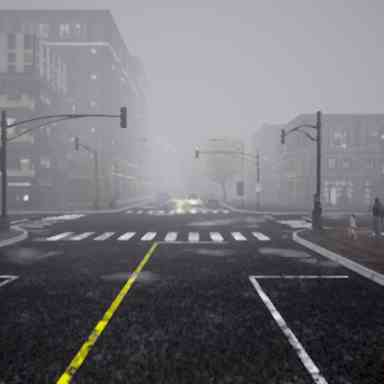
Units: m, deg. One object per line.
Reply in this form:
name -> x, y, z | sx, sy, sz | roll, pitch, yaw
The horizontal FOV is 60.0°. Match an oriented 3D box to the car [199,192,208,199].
car -> 2.761, 0.901, 78.269 | 1.967, 1.590, 4.097 | 0, 0, 0

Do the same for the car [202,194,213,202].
car -> 2.746, 1.143, 61.180 | 1.802, 1.307, 4.206 | 0, 0, 0

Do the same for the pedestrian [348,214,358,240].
pedestrian -> 6.769, 1.417, 13.940 | 0.500, 1.100, 0.500 | 0, 0, 0

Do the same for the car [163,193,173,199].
car -> -5.619, 1.027, 78.280 | 1.947, 1.339, 4.313 | 0, 0, 0

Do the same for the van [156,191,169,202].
van -> -5.635, 0.902, 61.188 | 1.690, 1.788, 3.998 | 0, 0, 0

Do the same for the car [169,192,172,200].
car -> -5.630, 1.108, 66.886 | 1.802, 1.307, 4.206 | 0, 0, 0

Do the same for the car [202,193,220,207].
car -> 2.730, 1.222, 44.090 | 2.008, 1.369, 4.403 | 0, 0, 0

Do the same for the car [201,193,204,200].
car -> 2.736, 1.074, 49.786 | 1.967, 1.590, 4.097 | 0, 0, 0

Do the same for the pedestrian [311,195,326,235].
pedestrian -> 5.702, 1.018, 15.138 | 0.375, 1.860, 0.375 | 0, 0, 0

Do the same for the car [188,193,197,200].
car -> 0.066, 0.971, 70.864 | 1.882, 1.535, 5.008 | 0, 0, 0

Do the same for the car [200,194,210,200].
car -> 2.756, 1.044, 72.573 | 2.008, 1.369, 4.403 | 0, 0, 0

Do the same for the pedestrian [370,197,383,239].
pedestrian -> 8.127, 1.131, 14.536 | 0.375, 1.860, 0.375 | 0, 0, 0

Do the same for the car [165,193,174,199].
car -> -5.614, 0.981, 83.975 | 2.008, 1.369, 4.403 | 0, 0, 0

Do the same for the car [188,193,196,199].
car -> 0.075, 0.881, 81.280 | 1.812, 1.442, 4.674 | 0, 0, 0
